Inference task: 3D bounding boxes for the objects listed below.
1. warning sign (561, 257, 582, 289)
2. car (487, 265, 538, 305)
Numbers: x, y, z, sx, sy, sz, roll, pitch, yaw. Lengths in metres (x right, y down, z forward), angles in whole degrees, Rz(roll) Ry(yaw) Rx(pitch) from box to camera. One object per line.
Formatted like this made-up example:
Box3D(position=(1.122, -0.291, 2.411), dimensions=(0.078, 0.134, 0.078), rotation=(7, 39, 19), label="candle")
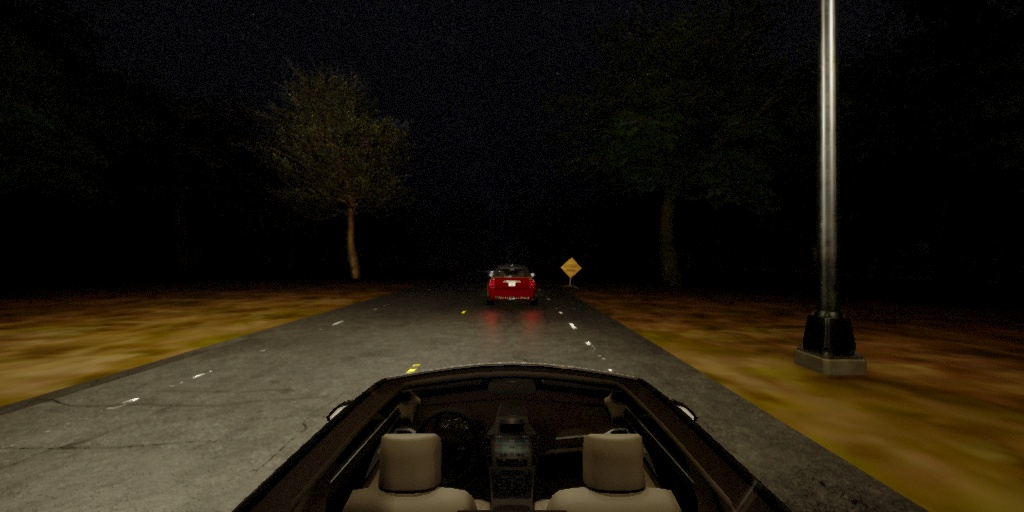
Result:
Box3D(position=(3.551, 0.997, 22.013), dimensions=(1.300, 1.860, 1.060), rotation=(0, 0, 0), label="warning sign")
Box3D(position=(0.001, 1.186, 16.494), dimensions=(2.097, 1.767, 4.553), rotation=(0, -1, 0), label="car")
